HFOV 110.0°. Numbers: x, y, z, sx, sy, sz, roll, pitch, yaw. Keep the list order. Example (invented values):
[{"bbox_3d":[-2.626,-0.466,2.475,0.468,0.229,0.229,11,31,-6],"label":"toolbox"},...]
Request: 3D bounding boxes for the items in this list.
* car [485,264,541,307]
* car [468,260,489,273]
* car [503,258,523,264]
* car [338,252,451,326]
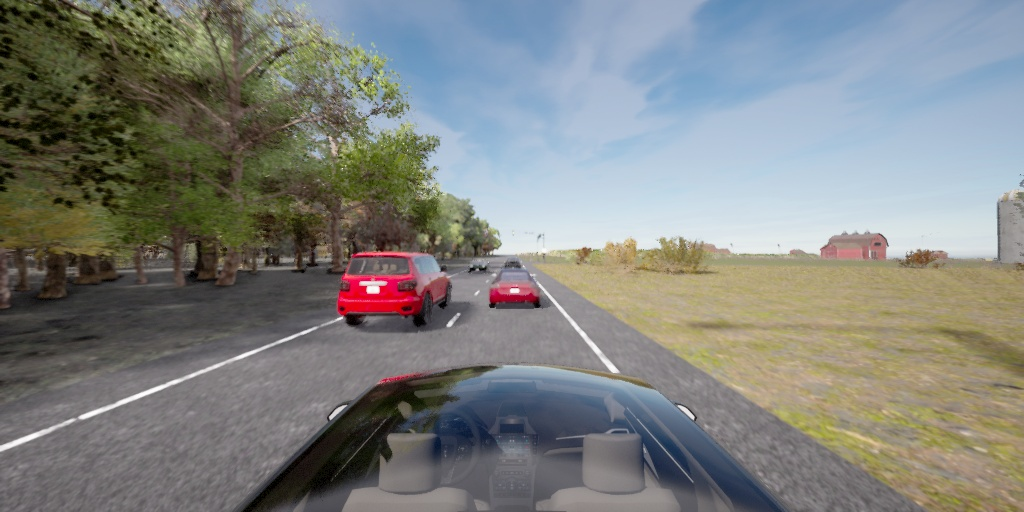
[{"bbox_3d":[0.099,1.199,14.836,1.994,1.385,4.181,0,0,0],"label":"car"},{"bbox_3d":[-3.403,1.032,37.494,1.895,1.301,4.718,0,1,0],"label":"car"},{"bbox_3d":[0.098,0.917,39.541,1.837,1.490,4.892,0,0,0],"label":"car"},{"bbox_3d":[-3.399,0.887,11.446,2.150,2.045,5.566,0,1,0],"label":"car"}]
